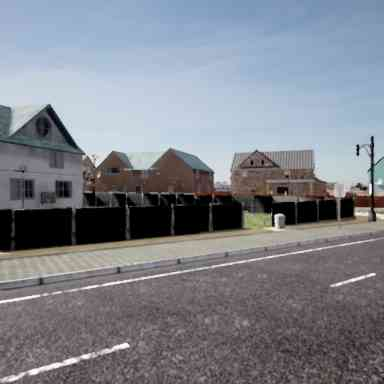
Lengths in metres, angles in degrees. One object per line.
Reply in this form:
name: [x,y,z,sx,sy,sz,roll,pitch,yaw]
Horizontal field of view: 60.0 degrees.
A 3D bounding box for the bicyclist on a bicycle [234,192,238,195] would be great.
bicyclist on a bicycle: [5.195,0.777,39.574,0.582,1.620,1.656,1,1,19]
